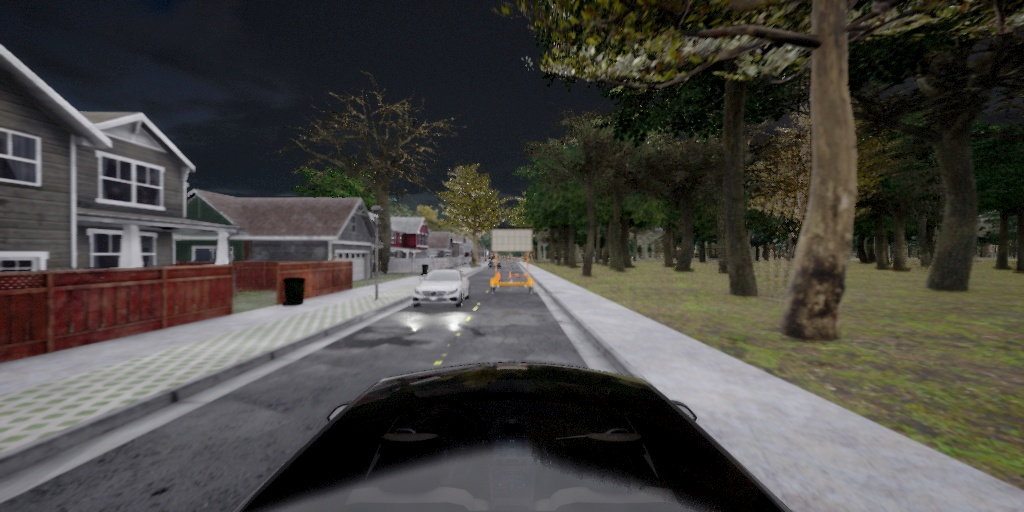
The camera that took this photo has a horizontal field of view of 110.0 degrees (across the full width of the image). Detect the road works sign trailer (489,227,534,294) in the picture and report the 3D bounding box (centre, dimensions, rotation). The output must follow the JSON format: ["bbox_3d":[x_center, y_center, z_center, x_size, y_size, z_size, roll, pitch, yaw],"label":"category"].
[{"bbox_3d":[-0.001,0.197,20.133,2.380,3.560,2.880,0,0,0],"label":"road works sign trailer"}]

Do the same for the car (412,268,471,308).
[{"bbox_3d":[-2.837,1.262,15.254,1.812,1.442,4.674,0,0,0],"label":"car"}]

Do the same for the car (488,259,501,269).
[{"bbox_3d":[-2.798,1.242,57.697,1.812,1.442,4.674,0,0,1],"label":"car"}]
